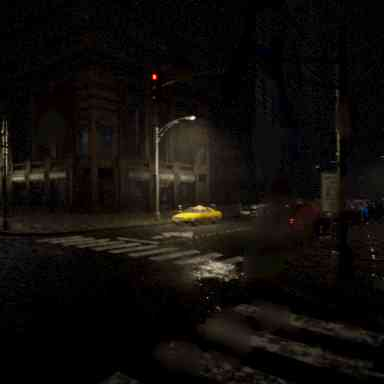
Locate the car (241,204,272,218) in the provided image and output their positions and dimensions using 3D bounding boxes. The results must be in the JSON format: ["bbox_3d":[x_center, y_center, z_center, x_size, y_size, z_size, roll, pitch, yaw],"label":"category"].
[{"bbox_3d":[6.426,1.842,33.016,2.008,1.369,4.403,-1,-1,37],"label":"car"}]

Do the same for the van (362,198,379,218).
[{"bbox_3d":[16.544,1.650,32.226,1.690,1.788,3.998,-1,-1,37],"label":"van"}]

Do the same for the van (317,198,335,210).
[{"bbox_3d":[21.180,1.834,52.490,1.690,1.788,3.998,-1,-1,37],"label":"van"}]

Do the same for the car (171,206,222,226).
[{"bbox_3d":[0.422,1.732,25.092,1.752,1.417,4.829,-1,-1,37],"label":"car"}]

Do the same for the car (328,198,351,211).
[{"bbox_3d":[21.539,1.811,48.369,2.097,1.767,4.553,0,-1,37],"label":"car"}]

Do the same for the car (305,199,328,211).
[{"bbox_3d":[18.229,1.893,48.594,1.967,1.590,4.097,-1,-1,37],"label":"car"}]

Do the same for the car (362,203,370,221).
[{"bbox_3d":[13.469,1.849,28.170,1.802,1.307,4.206,-1,-1,37],"label":"car"}]

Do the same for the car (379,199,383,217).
[{"bbox_3d":[19.621,1.666,36.277,2.192,1.841,5.009,-1,-1,37],"label":"car"}]

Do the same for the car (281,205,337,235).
[{"bbox_3d":[7.314,1.726,20.068,1.887,1.381,4.507,-1,-1,37],"label":"car"}]

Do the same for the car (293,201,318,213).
[{"bbox_3d":[15.279,1.958,44.699,1.887,1.381,4.507,-1,-1,37],"label":"car"}]

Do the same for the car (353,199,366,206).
[{"bbox_3d":[36.935,2.242,73.277,1.887,1.381,4.507,-1,-1,37],"label":"car"}]

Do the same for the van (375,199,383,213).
[{"bbox_3d":[25.776,1.776,44.379,1.690,1.788,3.998,-1,-1,37],"label":"van"}]

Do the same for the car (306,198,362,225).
[{"bbox_3d":[10.390,1.539,24.123,2.192,1.841,5.009,-1,-1,37],"label":"car"}]

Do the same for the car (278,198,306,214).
[{"bbox_3d":[12.326,1.688,40.808,2.192,1.841,5.009,-1,-1,37],"label":"car"}]
